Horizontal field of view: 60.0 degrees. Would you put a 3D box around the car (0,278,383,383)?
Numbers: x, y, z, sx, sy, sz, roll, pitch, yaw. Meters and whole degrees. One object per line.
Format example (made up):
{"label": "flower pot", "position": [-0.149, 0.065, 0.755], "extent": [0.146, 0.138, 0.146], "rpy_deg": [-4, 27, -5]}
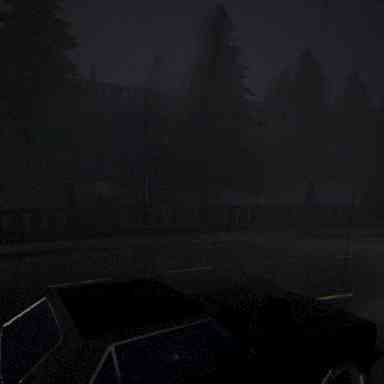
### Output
{"label": "car", "position": [-0.301, 1.601, 3.255], "extent": [4.718, 1.301, 1.895], "rpy_deg": [0, 0, -30]}
